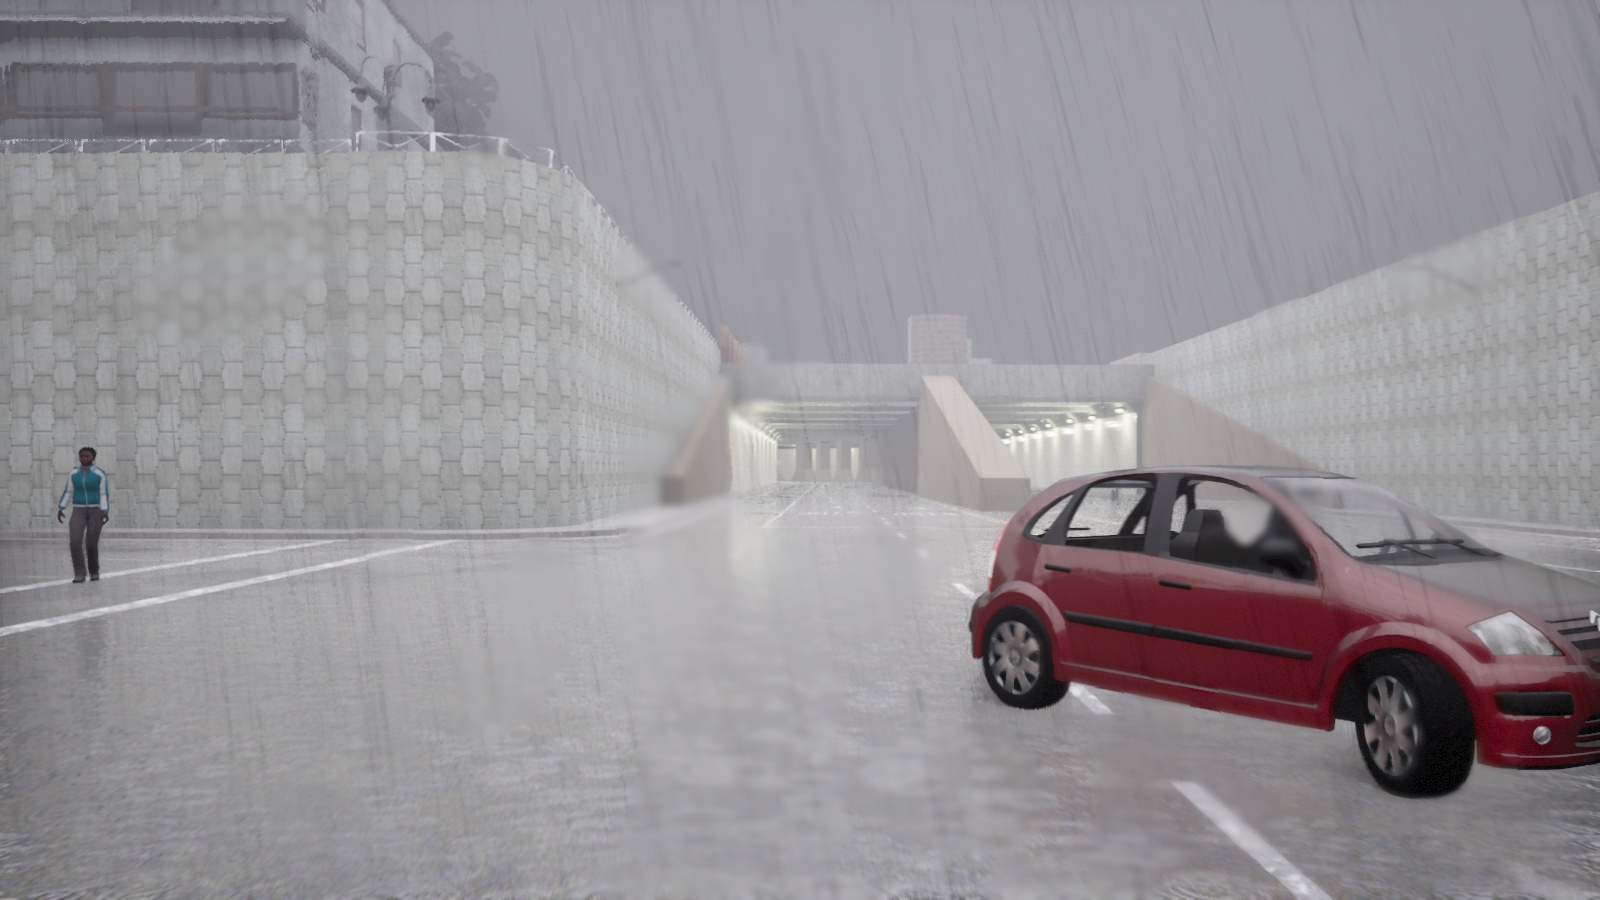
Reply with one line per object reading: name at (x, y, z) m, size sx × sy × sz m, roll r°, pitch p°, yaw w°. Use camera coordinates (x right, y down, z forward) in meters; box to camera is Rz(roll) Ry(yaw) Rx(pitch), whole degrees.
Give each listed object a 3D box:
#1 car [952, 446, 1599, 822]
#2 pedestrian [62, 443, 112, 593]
car at (2.918, 0.829, 7.586) m, size 1.851 × 1.617 × 3.988 m, roll 1°, pitch -1°, yaw -33°
pedestrian at (-9.404, 0.879, 16.572) m, size 0.396 × 1.930 × 0.692 m, roll 0°, pitch -1°, yaw -15°
